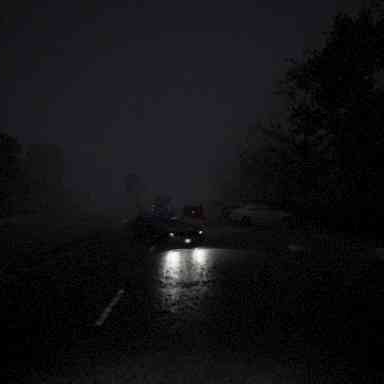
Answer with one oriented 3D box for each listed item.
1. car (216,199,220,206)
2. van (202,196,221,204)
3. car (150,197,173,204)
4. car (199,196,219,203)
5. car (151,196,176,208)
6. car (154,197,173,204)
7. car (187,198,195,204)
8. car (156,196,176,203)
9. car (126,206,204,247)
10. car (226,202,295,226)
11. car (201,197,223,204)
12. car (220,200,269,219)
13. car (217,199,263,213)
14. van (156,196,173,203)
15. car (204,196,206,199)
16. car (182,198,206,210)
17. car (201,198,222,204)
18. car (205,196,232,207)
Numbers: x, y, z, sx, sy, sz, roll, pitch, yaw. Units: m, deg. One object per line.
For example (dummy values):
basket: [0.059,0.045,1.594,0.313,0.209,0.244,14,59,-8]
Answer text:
car: [5.091,1.726,33.893,4.674,1.452,2.002,0,0,0]
van: [4.795,1.900,82.195,4.442,1.987,1.878,0,-1,0]
car: [-7.546,2.132,82.733,5.366,1.575,1.946,0,-1,0]
car: [4.788,2.175,93.366,5.566,2.045,2.435,0,-2,-1]
car: [-3.240,1.455,37.309,2.150,2.045,5.566,0,0,0]
car: [-7.355,2.078,85.654,4.553,1.767,2.185,0,-1,0]
car: [-0.266,2.420,91.769,2.128,1.511,4.902,0,-2,-1]
car: [-7.443,2.224,94.883,5.566,2.045,2.435,0,-2,-1]
car: [-1.518,1.644,16.037,2.033,1.411,5.357,0,0,-30]
car: [5.089,1.667,24.195,4.674,1.452,2.002,0,0,0]
car: [5.073,2.188,84.986,5.366,1.575,1.946,0,-1,0]
car: [5.098,1.646,27.344,5.008,1.535,2.097,0,0,0]
car: [5.088,1.667,30.617,4.892,1.521,2.231,0,0,0]
van: [-7.296,2.061,88.694,4.442,1.987,1.878,0,-2,0]
car: [5.059,1.896,61.398,4.674,1.452,2.002,0,0,0]
car: [0.109,1.672,31.990,1.882,1.535,5.008,0,0,0]
car: [5.051,2.256,87.646,5.366,1.575,1.946,0,-2,0]
car: [5.131,1.709,58.229,4.553,1.767,2.185,0,0,0]
